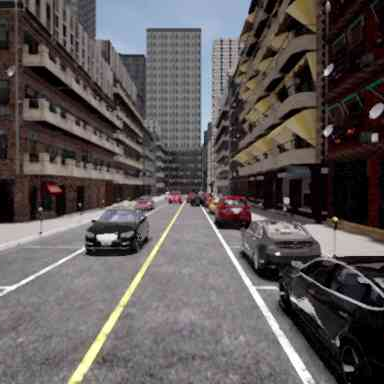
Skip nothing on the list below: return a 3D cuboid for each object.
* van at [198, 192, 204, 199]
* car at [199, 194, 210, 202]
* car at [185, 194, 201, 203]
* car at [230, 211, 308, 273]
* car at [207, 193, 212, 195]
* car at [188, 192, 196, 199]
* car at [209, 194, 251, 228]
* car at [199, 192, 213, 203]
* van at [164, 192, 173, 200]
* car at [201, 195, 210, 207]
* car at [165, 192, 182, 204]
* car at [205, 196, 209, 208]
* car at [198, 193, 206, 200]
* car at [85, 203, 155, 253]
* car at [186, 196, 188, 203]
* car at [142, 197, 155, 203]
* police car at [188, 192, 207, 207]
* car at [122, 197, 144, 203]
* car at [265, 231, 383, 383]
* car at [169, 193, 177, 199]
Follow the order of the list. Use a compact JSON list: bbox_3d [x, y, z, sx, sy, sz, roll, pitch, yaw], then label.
[{"bbox_3d":[2.490,0.891,93.550,1.690,1.788,3.998,-1,0,0],"label":"van"},{"bbox_3d":[2.510,1.127,65.806,1.967,1.590,4.097,-1,0,0],"label":"car"},{"bbox_3d":[0.233,1.202,63.727,1.837,1.490,4.892,0,0,15],"label":"car"},{"bbox_3d":[2.549,1.502,10.317,2.008,1.369,4.403,-1,0,0],"label":"car"},{"bbox_3d":[2.516,1.056,54.707,2.192,1.841,5.009,-1,0,0],"label":"car"},{"bbox_3d":[-0.057,0.895,82.993,1.882,1.535,5.008,0,0,0],"label":"car"},{"bbox_3d":[2.539,1.214,21.414,2.192,1.841,5.009,-1,0,0],"label":"car"},{"bbox_3d":[2.512,1.029,60.256,2.192,1.841,5.009,-1,0,0],"label":"car"},{"bbox_3d":[-5.379,0.973,76.878,1.690,1.788,3.998,-1,0,0],"label":"van"},{"bbox_3d":[2.527,1.376,43.611,1.802,1.307,4.206,-1,0,0],"label":"car"},{"bbox_3d":[-2.836,0.950,56.701,2.150,2.045,5.566,0,1,1],"label":"car"},{"bbox_3d":[2.534,1.372,32.682,1.752,1.417,4.829,-1,0,0],"label":"car"},{"bbox_3d":[2.498,1.045,82.452,1.967,1.590,4.097,-1,0,0],"label":"car"},{"bbox_3d":[-2.859,1.427,13.552,2.128,1.511,4.902,0,0,0],"label":"car"},{"bbox_3d":[0.185,1.204,57.649,1.882,1.535,5.008,0,0,-11],"label":"car"},{"bbox_3d":[-5.351,1.260,38.035,1.967,1.590,4.097,-1,0,0],"label":"car"},{"bbox_3d":[0.792,1.198,47.961,1.930,1.638,5.238,0,0,0],"label":"police car"},{"bbox_3d":[-5.342,1.399,26.767,1.752,1.417,4.829,-1,0,0],"label":"car"},{"bbox_3d":[2.553,1.543,4.768,1.947,1.339,4.313,-1,0,0],"label":"car"},{"bbox_3d":[-5.389,0.989,93.526,1.967,1.590,4.097,-1,0,0],"label":"car"}]
